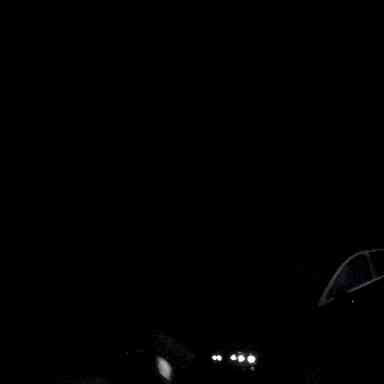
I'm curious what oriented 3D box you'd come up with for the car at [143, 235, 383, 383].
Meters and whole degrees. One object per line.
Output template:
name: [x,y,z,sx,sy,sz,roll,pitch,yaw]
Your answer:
car: [1.684,1.449,4.744,4.902,1.511,2.128,0,1,-37]
